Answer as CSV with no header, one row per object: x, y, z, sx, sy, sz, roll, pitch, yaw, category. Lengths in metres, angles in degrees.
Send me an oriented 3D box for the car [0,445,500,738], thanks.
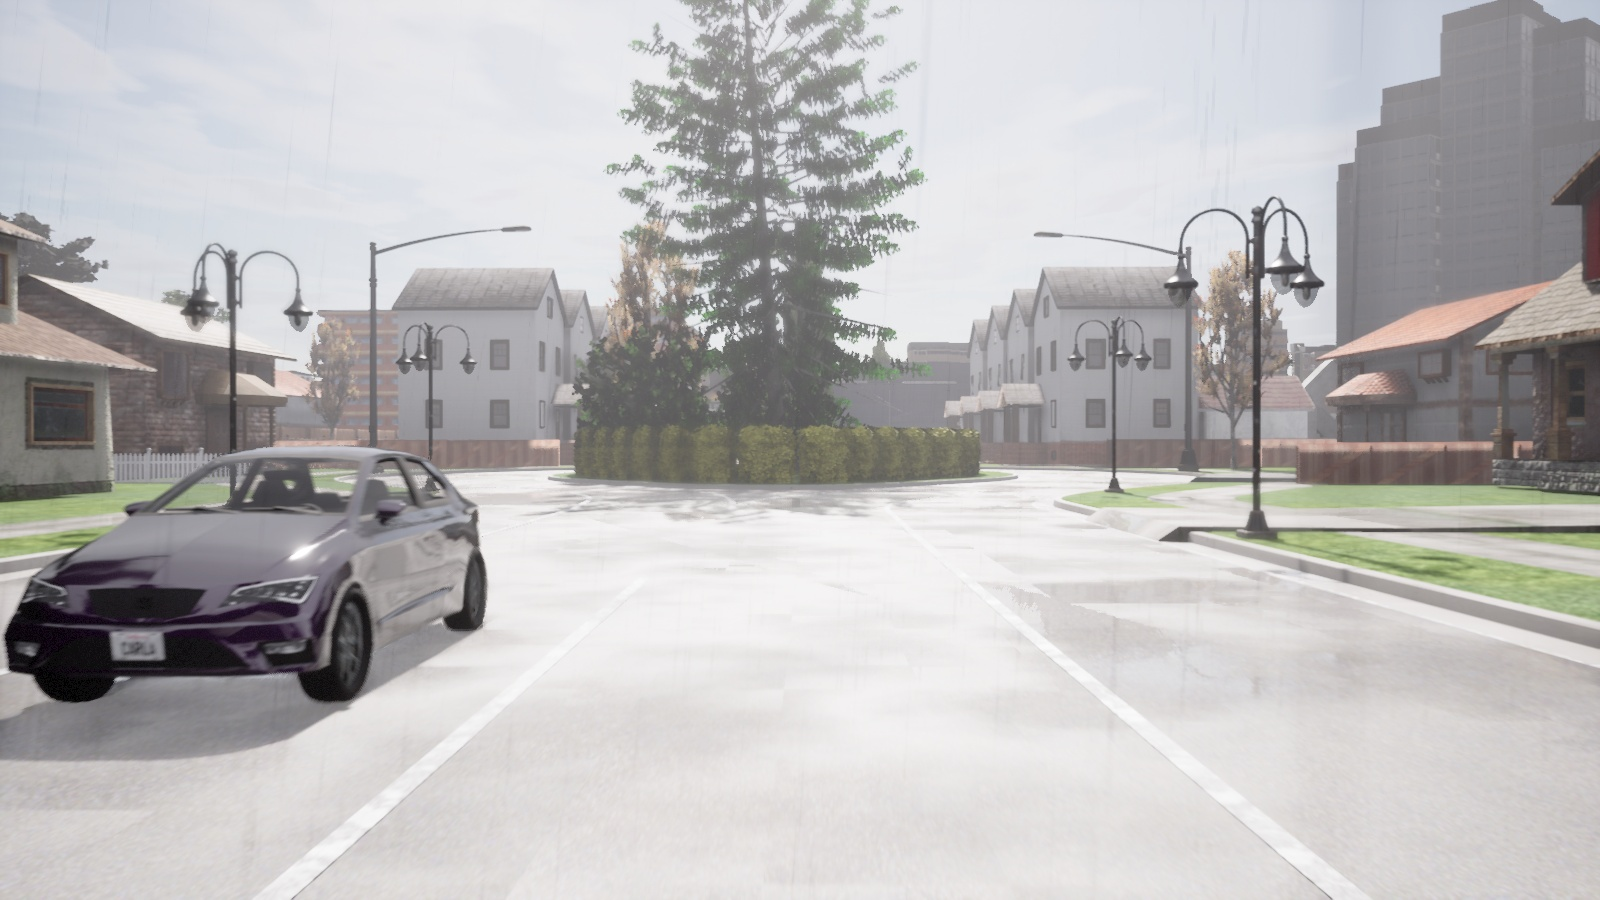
-3.437,0.710,8.452,1.816,1.474,4.193,0,0,0,car
